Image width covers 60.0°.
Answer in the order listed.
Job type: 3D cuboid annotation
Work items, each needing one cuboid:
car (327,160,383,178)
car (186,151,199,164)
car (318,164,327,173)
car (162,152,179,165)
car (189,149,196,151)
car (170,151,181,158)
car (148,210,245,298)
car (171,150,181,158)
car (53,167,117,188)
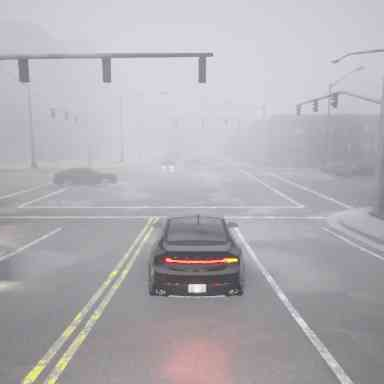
[{"bbox_3d":[16.681,-2.136,32.798,5.357,1.411,2.033,0,9,2],"label":"car"},{"bbox_3d":[0.162,-5.434,54.150,1.812,1.442,4.674,0,9,0],"label":"car"},{"bbox_3d":[16.317,-2.722,36.248,4.902,1.511,2.128,0,9,0],"label":"car"},{"bbox_3d":[-3.537,-4.873,50.648,2.033,1.411,5.357,0,9,0],"label":"car"},{"bbox_3d":[0.106,-10.954,90.274,1.994,1.385,4.181,0,9,0],"label":"car"},{"bbox_3d":[-3.496,-6.626,60.779,2.097,1.767,4.553,0,9,0],"label":"car"},{"bbox_3d":[0.081,1.204,7.984,1.837,1.490,4.892,0,4,0],"label":"car"},{"bbox_3d":[-3.417,-8.062,70.957,1.882,1.535,5.008,0,9,0],"label":"car"},{"bbox_3d":[-8.534,-1.236,26.705,4.892,1.490,1.837,-3,10,-14],"label":"car"}]
